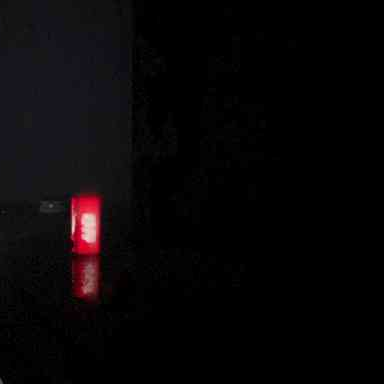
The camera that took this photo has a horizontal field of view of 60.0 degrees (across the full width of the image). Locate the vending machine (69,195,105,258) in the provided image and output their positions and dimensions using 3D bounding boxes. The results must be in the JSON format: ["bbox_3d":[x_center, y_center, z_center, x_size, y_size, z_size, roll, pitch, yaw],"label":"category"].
[{"bbox_3d":[-3.687,1.144,11.649,1.100,2.100,0.880,0,0,-24],"label":"vending machine"}]

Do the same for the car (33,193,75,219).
[{"bbox_3d":[-10.765,1.089,27.657,2.150,2.045,5.566,0,0,-4],"label":"car"}]

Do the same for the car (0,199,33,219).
[{"bbox_3d":[-14.230,1.330,27.395,1.882,1.535,5.008,0,0,-4],"label":"car"}]
